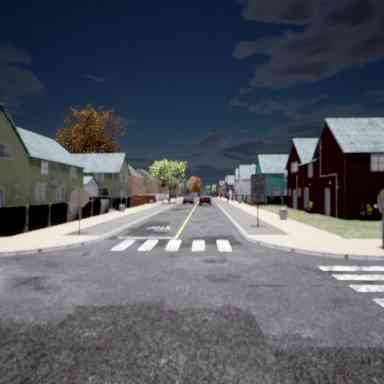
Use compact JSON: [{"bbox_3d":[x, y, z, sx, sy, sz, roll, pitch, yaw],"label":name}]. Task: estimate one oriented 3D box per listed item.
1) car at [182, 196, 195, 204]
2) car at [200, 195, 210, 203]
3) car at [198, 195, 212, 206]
[{"bbox_3d":[-0.544,1.325,55.821,2.033,1.411,5.357,0,0,2],"label":"car"},{"bbox_3d":[2.434,1.295,61.541,1.812,1.442,4.674,0,0,2],"label":"car"},{"bbox_3d":[2.022,1.282,51.129,1.837,1.490,4.892,0,0,2],"label":"car"}]
